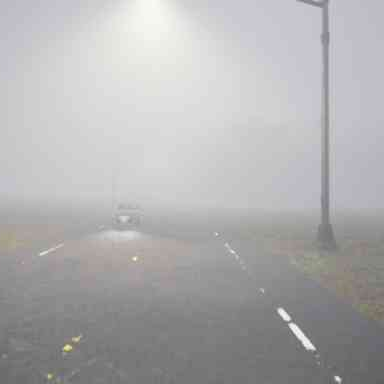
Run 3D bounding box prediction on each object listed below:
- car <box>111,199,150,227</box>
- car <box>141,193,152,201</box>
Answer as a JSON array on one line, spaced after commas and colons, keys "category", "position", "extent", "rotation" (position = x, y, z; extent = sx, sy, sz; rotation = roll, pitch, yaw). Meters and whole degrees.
[{"category": "car", "position": [-4.360, 1.495, 23.108], "extent": [2.128, 1.511, 4.902], "rotation": [0, 0, -4]}, {"category": "car", "position": [-8.914, 0.903, 64.867], "extent": [2.097, 1.767, 4.553], "rotation": [0, 1, -9]}]
